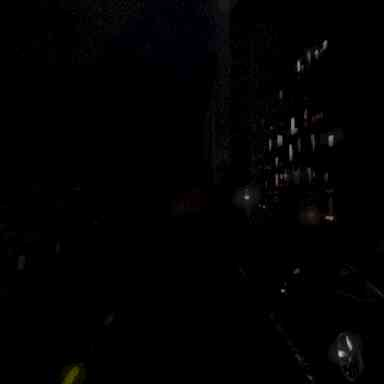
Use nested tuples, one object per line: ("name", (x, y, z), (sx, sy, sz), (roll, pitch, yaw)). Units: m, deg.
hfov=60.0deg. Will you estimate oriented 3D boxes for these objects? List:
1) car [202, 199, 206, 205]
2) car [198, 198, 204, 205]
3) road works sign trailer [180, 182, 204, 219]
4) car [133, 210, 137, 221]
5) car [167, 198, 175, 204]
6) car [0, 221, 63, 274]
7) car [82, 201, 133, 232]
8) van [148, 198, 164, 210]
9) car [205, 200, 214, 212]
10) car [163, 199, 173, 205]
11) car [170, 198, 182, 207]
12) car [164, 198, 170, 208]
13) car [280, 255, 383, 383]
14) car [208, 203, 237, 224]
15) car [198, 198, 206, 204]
("car", (2.683, 1.992, 45.133), (1.752, 1.417, 4.829), (0, -1, 0))
("car", (2.676, 2.294, 73.369), (1.802, 1.307, 4.206), (0, 0, 0))
("road works sign trailer", (0.009, 0.821, 33.666), (2.380, 3.560, 2.880), (0, -1, 0))
("car", (-5.694, 1.881, 27.919), (1.802, 1.307, 4.206), (0, -1, 0))
("car", (-5.708, 2.396, 90.432), (2.008, 1.369, 4.403), (0, 0, 0))
("car", (-5.690, 1.670, 10.872), (2.008, 1.369, 4.403), (0, -1, 0))
("car", (-5.692, 1.555, 22.240), (2.192, 1.841, 5.009), (0, -1, 0))
("van", (-5.698, 1.858, 50.654), (1.690, 1.788, 3.998), (0, -1, 0))
("car", (2.686, 1.796, 33.599), (1.967, 1.590, 4.097), (0, -1, 0))
("car", (-5.705, 2.302, 79.065), (1.887, 1.381, 4.507), (0, 0, 0))
("car", (-3.036, 2.206, 65.304), (1.994, 1.385, 4.181), (0, 0, 0))
("car", (-5.702, 2.198, 62.018), (1.802, 1.307, 4.206), (0, 0, 0))
("car", (2.693, 1.624, 5.194), (1.947, 1.339, 4.313), (0, -1, 0))
("car", (2.687, 1.865, 27.917), (1.947, 1.339, 4.313), (0, -1, 0))
("car", (2.673, 2.390, 90.413), (1.887, 1.381, 4.507), (0, 0, 0))
